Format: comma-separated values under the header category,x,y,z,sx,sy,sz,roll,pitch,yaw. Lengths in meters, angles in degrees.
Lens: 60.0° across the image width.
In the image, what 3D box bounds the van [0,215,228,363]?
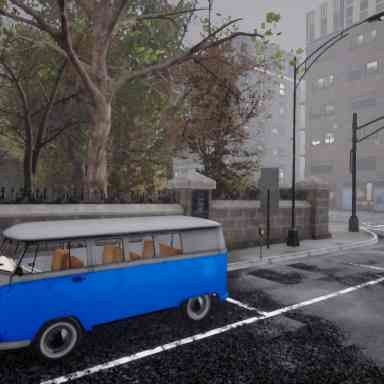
category,x,y,z,sx,sy,sz,roll,pitch,yaw
van,-1.246,1.342,5.601,3.998,1.788,1.690,0,1,-35
